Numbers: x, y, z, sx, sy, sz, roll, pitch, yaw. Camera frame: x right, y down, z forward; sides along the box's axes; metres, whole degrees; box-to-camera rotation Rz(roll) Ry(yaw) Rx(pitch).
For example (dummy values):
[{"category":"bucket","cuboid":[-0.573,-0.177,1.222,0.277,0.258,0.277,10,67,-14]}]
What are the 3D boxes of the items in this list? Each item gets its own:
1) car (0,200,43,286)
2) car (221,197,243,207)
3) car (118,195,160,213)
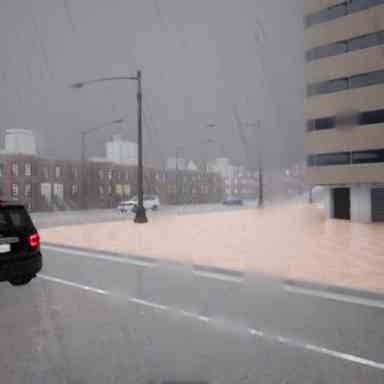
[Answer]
[{"category":"car","cuboid":[-5.952,1.224,8.183,5.566,2.045,2.150,0,0,36]},{"category":"car","cuboid":[6.886,1.649,56.767,1.882,1.535,5.008,-1,-1,37]},{"category":"car","cuboid":[-6.160,1.403,39.426,2.150,2.045,5.566,-1,-1,37]}]
